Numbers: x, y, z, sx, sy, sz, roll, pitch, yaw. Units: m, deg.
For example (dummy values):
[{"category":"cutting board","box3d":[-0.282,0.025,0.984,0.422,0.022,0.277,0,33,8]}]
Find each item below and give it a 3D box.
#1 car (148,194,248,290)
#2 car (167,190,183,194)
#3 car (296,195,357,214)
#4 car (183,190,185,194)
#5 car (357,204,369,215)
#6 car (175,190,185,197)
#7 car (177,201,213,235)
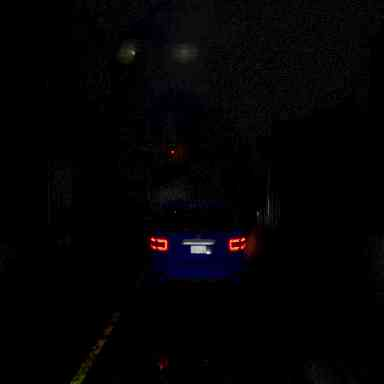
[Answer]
[{"category":"car","box3d":[0.116,1.195,9.142,2.150,2.045,5.566,0,0,0]},{"category":"car","box3d":[-2.689,0.830,45.206,2.128,1.511,4.902,0,2,-1]},{"category":"car","box3d":[12.836,1.181,32.446,5.009,1.841,2.192,1,0,0]},{"category":"car","box3d":[-2.633,0.542,54.611,1.882,1.535,5.008,0,2,0]},{"category":"car","box3d":[18.234,1.525,32.436,4.206,1.307,1.802,1,0,0]},{"category":"car","box3d":[-2.500,0.233,68.417,1.895,1.301,4.718,0,2,1]},{"category":"car","box3d":[0.128,1.389,19.168,1.837,1.490,4.892,0,1,0]}]
